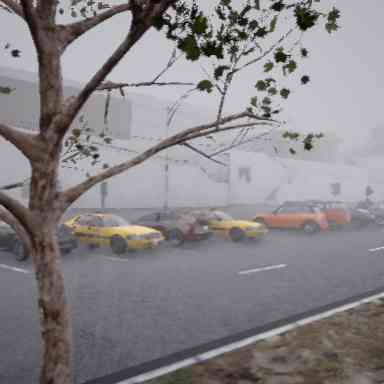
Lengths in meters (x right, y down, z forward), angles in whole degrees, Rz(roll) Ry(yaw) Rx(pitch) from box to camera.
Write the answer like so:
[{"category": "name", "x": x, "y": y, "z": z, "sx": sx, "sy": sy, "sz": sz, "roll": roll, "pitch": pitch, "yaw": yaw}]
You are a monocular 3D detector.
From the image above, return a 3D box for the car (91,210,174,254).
[{"category": "car", "x": -3.571, "y": 1.546, "z": 13.867, "sx": 5.366, "sy": 1.575, "sz": 1.946, "roll": -1, "pitch": -1, "yaw": 35}]

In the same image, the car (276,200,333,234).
[{"category": "car", "x": 6.017, "y": 1.575, "z": 20.878, "sx": 4.553, "sy": 1.767, "sz": 2.185, "roll": -1, "pitch": -1, "yaw": 34}]

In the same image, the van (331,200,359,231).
[{"category": "van", "x": 8.528, "y": 1.506, "z": 22.572, "sx": 4.442, "sy": 1.987, "sz": 1.878, "roll": -1, "pitch": -2, "yaw": 35}]

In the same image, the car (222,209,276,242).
[{"category": "car", "x": 1.288, "y": 1.624, "z": 17.329, "sx": 5.366, "sy": 1.575, "sz": 1.946, "roll": -1, "pitch": -2, "yaw": 35}]

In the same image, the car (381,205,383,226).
[{"category": "car", "x": 13.258, "y": 1.810, "z": 26.104, "sx": 4.792, "sy": 1.488, "sz": 2.163, "roll": -1, "pitch": -1, "yaw": 35}]

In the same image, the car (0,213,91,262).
[{"category": "car", "x": -6.152, "y": 1.556, "z": 12.235, "sx": 4.674, "sy": 1.452, "sz": 2.002, "roll": -1, "pitch": -1, "yaw": 35}]

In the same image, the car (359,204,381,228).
[{"category": "car", "x": 10.856, "y": 1.796, "z": 24.354, "sx": 4.674, "sy": 1.452, "sz": 2.002, "roll": -1, "pitch": -1, "yaw": 35}]

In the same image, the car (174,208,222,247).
[{"category": "car", "x": -1.322, "y": 1.620, "z": 15.714, "sx": 4.792, "sy": 1.488, "sz": 2.163, "roll": -1, "pitch": -1, "yaw": 35}]
